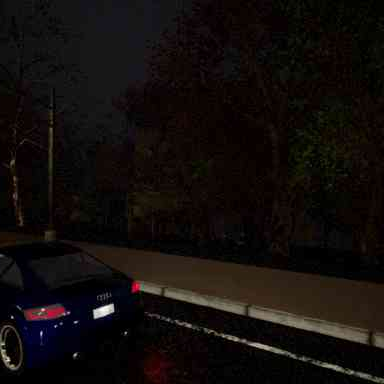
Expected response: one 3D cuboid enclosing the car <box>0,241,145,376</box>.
[{"bbox_3d":[-2.786,1.563,5.654,4.181,1.385,1.994,0,0,37],"label":"car"}]
